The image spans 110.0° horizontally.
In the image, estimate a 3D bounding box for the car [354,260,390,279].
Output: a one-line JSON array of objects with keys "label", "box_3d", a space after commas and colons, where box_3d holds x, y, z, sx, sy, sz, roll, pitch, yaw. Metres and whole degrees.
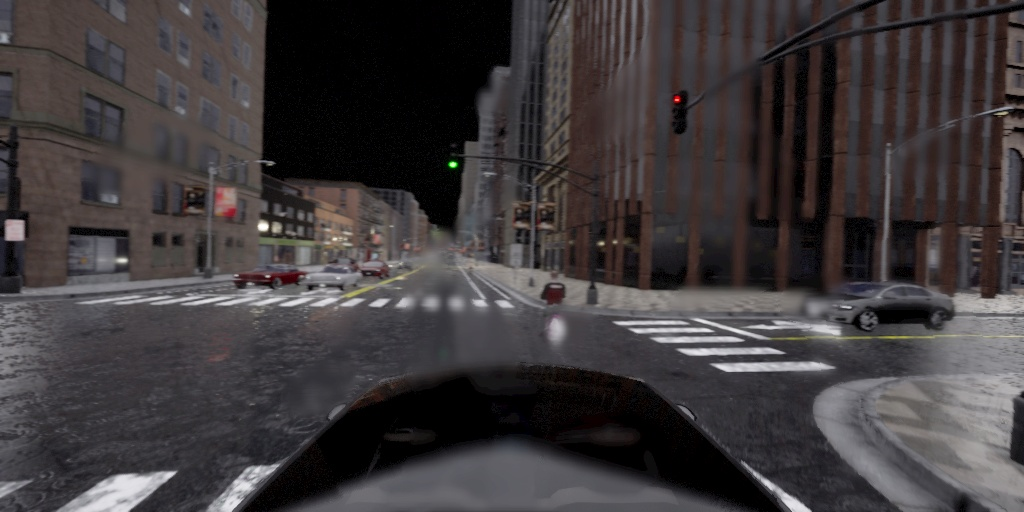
[{"label": "car", "box_3d": [-11.928, 1.152, 31.279, 1.882, 1.535, 5.008, 2, 0, -9]}]

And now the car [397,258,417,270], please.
[{"label": "car", "box_3d": [-15.357, 1.325, 52.204, 2.033, 1.411, 5.357, 2, -1, -9]}]

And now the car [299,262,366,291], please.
[{"label": "car", "box_3d": [-10.150, 1.221, 20.676, 1.895, 1.301, 4.718, 2, -1, -10]}]

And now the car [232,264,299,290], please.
[{"label": "car", "box_3d": [-13.398, 1.109, 20.169, 1.895, 1.301, 4.718, 2, -1, -8]}]

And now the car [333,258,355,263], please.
[{"label": "car", "box_3d": [-15.478, 0.926, 32.868, 2.097, 1.767, 4.553, 2, -1, -9]}]

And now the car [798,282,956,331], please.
[{"label": "car", "box_3d": [12.479, 1.660, 12.360, 4.902, 1.511, 2.128, 2, 0, -10]}]

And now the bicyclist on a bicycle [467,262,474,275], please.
[{"label": "bicyclist on a bicycle", "box_3d": [-4.966, 1.463, 43.226, 0.866, 1.612, 1.509, 2, -1, -9]}]

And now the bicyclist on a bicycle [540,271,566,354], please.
[{"label": "bicyclist on a bicycle", "box_3d": [0.885, 1.208, 8.186, 0.659, 1.776, 1.843, 2, 0, -9]}]
